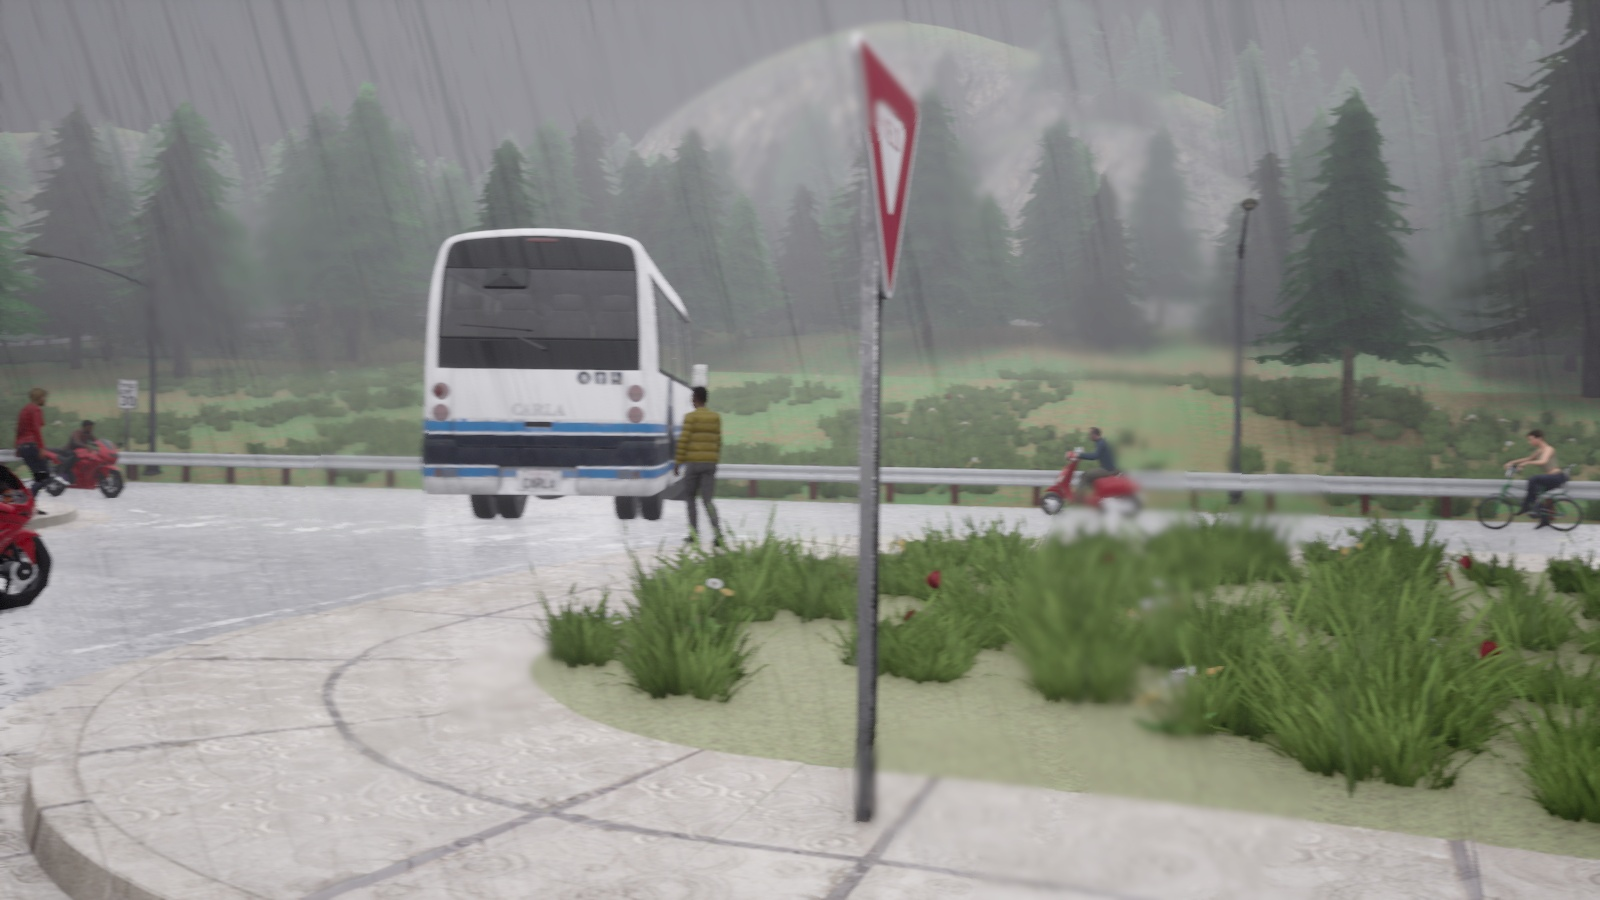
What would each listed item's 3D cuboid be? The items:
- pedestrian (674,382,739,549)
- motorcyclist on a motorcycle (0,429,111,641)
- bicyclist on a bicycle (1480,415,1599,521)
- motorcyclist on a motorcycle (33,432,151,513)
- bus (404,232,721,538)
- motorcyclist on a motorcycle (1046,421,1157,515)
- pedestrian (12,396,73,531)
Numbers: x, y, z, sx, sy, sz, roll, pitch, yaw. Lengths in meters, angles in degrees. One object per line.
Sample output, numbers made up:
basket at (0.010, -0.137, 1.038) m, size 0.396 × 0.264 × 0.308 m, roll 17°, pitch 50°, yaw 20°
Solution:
pedestrian at (-1.068, 0.164, 14.271) m, size 0.431 × 1.840 × 0.709 m, roll -1°, pitch 1°, yaw -34°
motorcyclist on a motorcycle at (-6.139, 0.608, 9.112) m, size 0.797 × 1.523 × 2.044 m, roll 0°, pitch 1°, yaw 15°
bicyclist on a bicycle at (11.659, 0.272, 19.804) m, size 1.509 × 1.612 × 0.866 m, roll 0°, pitch 1°, yaw 18°
motorcyclist on a motorcycle at (-13.689, 0.414, 24.292) m, size 2.044 × 1.523 × 0.797 m, roll 0°, pitch 1°, yaw 18°
bus at (-3.631, -0.982, 22.665) m, size 3.944 × 4.253 × 10.273 m, roll 0°, pitch 1°, yaw -1°
motorcyclist on a motorcycle at (5.250, 0.298, 21.871) m, size 1.817 × 1.590 × 0.866 m, roll 0°, pitch 1°, yaw 18°
pedestrian at (-10.562, 0.175, 17.516) m, size 0.331 × 1.846 × 0.636 m, roll 1°, pitch 1°, yaw 45°
